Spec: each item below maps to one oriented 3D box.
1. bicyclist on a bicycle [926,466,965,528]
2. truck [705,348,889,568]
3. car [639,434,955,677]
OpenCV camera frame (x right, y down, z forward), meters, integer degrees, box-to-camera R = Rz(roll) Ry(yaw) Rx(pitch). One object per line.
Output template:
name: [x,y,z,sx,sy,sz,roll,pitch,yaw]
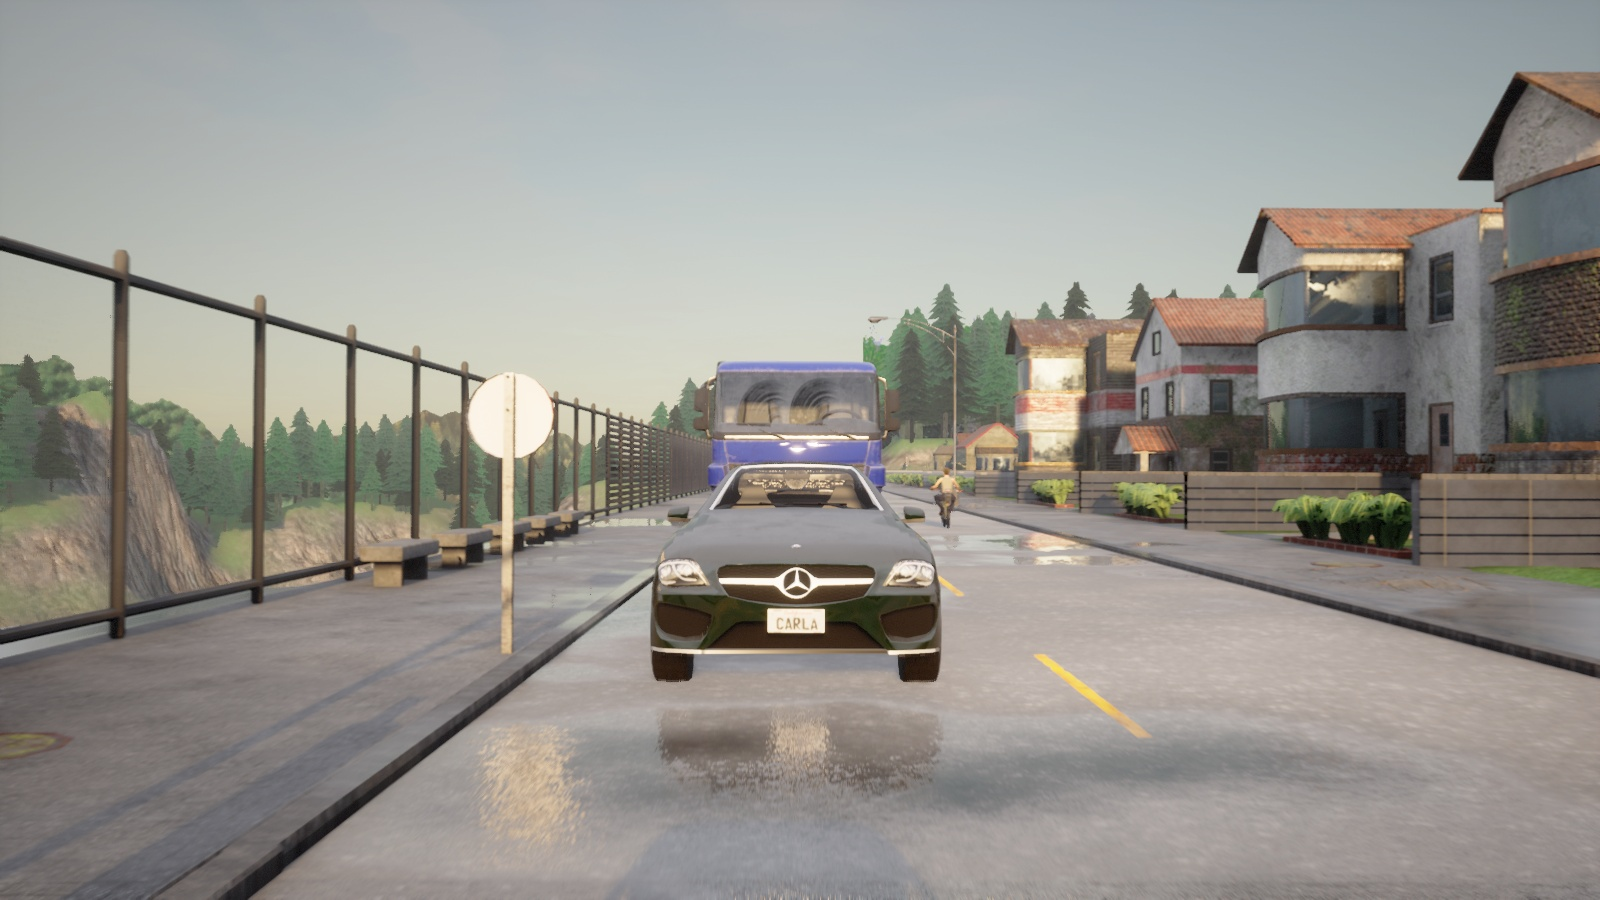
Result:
bicyclist on a bicycle: [3.914,1.252,33.786,0.866,1.612,1.509,0,-1,0]
truck: [-0.061,0.199,23.857,2.891,3.462,7.936,0,-1,0]
car: [-0.027,0.762,11.086,2.152,1.651,5.027,0,-1,0]
